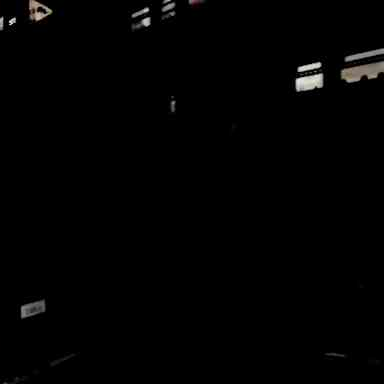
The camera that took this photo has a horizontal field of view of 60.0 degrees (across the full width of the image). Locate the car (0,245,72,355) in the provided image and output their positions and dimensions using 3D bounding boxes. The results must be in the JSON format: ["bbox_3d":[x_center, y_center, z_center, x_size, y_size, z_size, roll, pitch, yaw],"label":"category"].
[{"bbox_3d":[-3.768,1.568,5.569,4.313,1.339,1.947,0,0,36],"label":"car"}]

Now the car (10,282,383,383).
[{"bbox_3d":[0.842,1.566,2.281,4.313,1.339,1.947,0,0,36],"label":"car"}]
